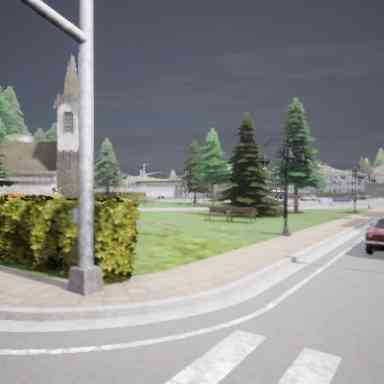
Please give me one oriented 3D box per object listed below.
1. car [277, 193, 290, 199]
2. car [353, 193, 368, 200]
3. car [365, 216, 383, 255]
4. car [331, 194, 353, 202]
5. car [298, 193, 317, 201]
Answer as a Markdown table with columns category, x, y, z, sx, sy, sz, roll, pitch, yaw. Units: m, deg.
| category | x | y | z | sx | sy | sz | roll | pitch | yaw |
| --- | --- | --- | --- | --- | --- | --- | --- | --- | --- |
| car | 24.452 | 1.344 | 92.322 | 3.633 | 1.501 | 1.845 | 0 | 0 | 35 |
| car | 41.708 | 1.177 | 84.617 | 4.605 | 1.855 | 1.932 | 0 | 0 | 35 |
| car | 7.913 | 1.608 | 12.745 | 1.895 | 1.301 | 4.718 | 0 | 0 | 35 |
| car | 30.917 | 1.430 | 69.487 | 3.633 | 1.501 | 1.845 | 0 | 0 | 35 |
| car | 26.556 | 1.424 | 76.190 | 3.806 | 1.475 | 1.970 | 0 | 0 | 35 |
